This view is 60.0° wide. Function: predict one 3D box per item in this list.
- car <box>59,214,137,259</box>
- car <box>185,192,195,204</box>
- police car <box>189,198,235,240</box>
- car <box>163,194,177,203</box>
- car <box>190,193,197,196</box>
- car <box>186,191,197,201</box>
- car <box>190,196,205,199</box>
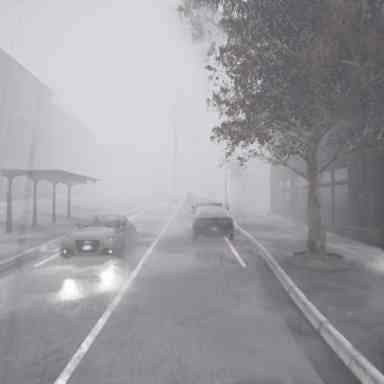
[{"bbox_3d":[-3.239,1.511,12.260,1.994,1.385,4.181,0,0,0],"label":"car"},{"bbox_3d":[-0.040,1.126,51.640,1.895,1.301,4.718,0,1,0],"label":"car"},{"bbox_3d":[0.945,1.336,16.595,1.930,1.638,5.238,0,1,0],"label":"police car"},{"bbox_3d":[-3.511,1.020,54.867,1.812,1.442,4.674,0,1,0],"label":"car"},{"bbox_3d":[0.959,1.182,32.690,1.801,1.575,5.366,0,1,0],"label":"car"},{"bbox_3d":[-0.057,0.752,66.838,2.097,1.767,4.553,0,0,0],"label":"car"},{"bbox_3d":[0.955,1.306,26.495,1.837,1.490,4.892,0,1,0],"label":"car"}]
